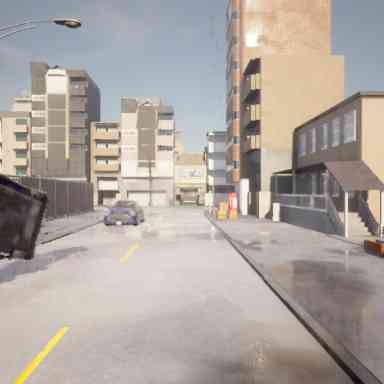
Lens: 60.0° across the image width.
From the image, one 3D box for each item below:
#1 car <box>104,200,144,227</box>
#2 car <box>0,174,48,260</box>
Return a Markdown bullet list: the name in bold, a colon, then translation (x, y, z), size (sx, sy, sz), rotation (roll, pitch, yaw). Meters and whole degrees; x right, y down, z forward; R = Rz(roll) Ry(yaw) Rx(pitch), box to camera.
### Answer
- **car**: translation (-4.581, 1.351, 22.922), size (2.097, 1.767, 4.553), rotation (0, 0, -1)
- **car**: translation (-4.872, 0.404, 7.515), size (1.301, 1.895, 4.718), rotation (7, -15, 7)
